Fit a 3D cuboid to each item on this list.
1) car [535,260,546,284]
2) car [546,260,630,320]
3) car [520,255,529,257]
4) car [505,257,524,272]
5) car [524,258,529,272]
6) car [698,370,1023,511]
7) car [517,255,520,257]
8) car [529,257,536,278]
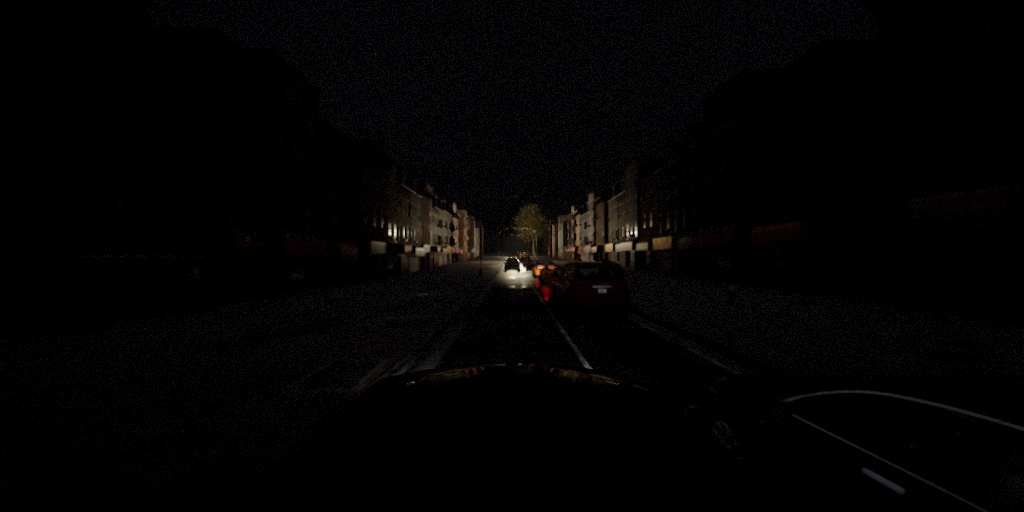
[{"bbox_3d":[3.039,1.263,27.362,1.801,1.575,5.366,0,0,0],"label":"car"},{"bbox_3d":[2.644,1.115,12.869,2.192,1.841,5.009,0,0,0],"label":"car"},{"bbox_3d":[2.672,1.057,63.078,1.751,1.417,4.829,0,0,0],"label":"car"},{"bbox_3d":[0.044,1.219,45.078,2.128,1.511,4.902,0,0,1],"label":"car"},{"bbox_3d":[2.662,1.260,46.224,1.888,1.381,4.507,0,0,0],"label":"car"},{"bbox_3d":[2.637,1.300,1.752,2.007,1.370,4.403,0,0,0],"label":"car"},{"bbox_3d":[0.053,1.080,60.642,1.837,1.490,4.892,0,0,1],"label":"car"},{"bbox_3d":[3.005,1.138,34.140,2.097,1.767,4.553,0,0,0],"label":"car"}]
